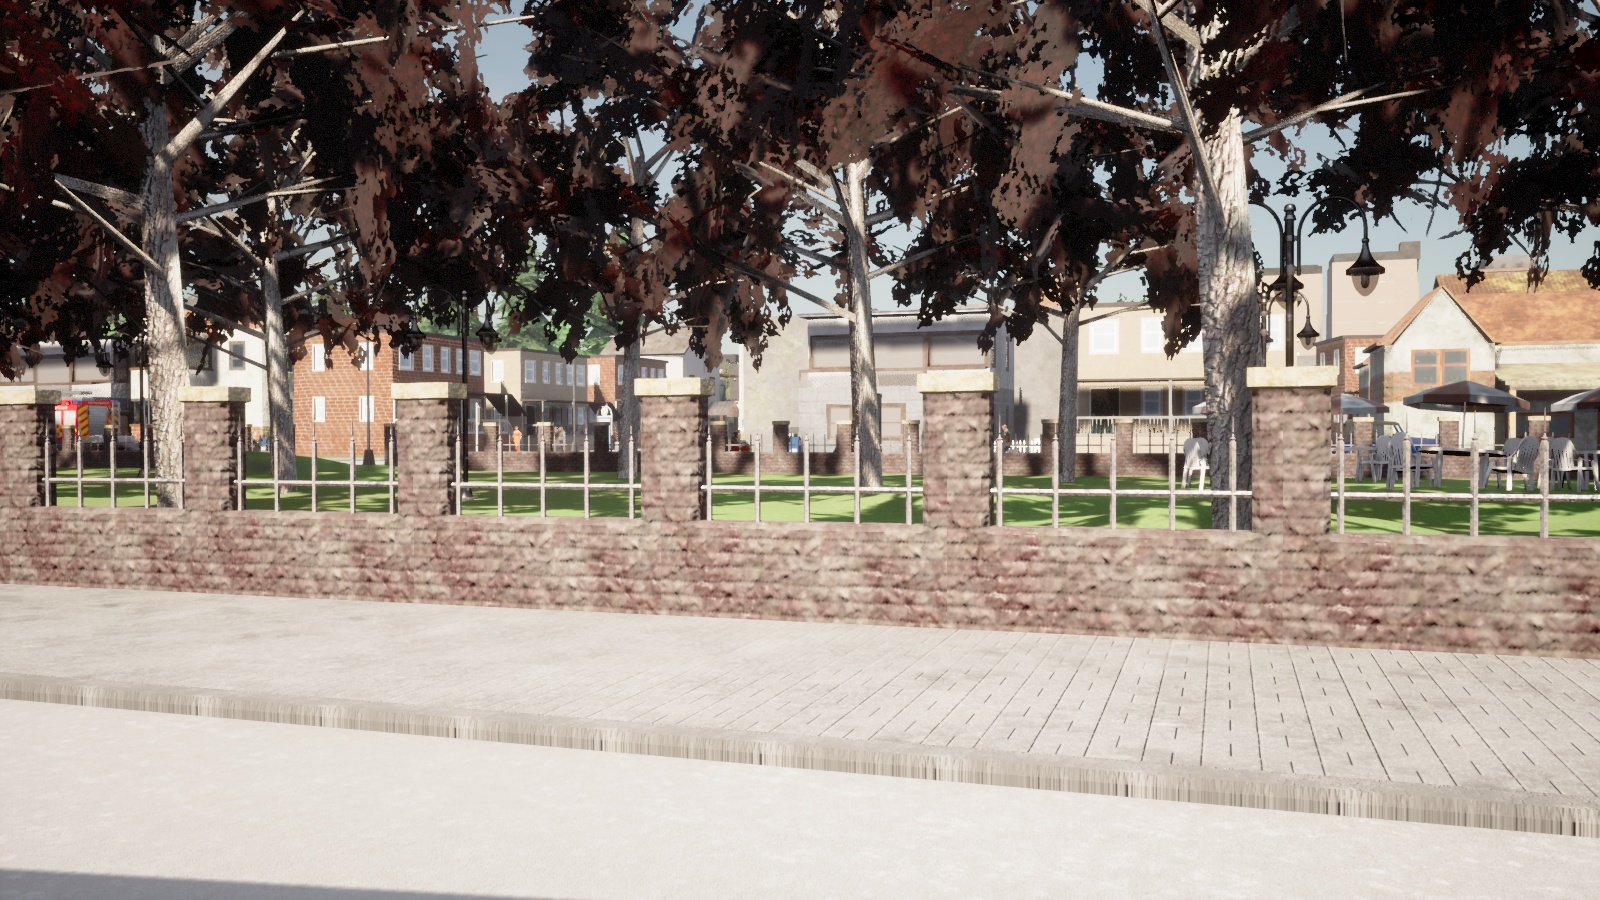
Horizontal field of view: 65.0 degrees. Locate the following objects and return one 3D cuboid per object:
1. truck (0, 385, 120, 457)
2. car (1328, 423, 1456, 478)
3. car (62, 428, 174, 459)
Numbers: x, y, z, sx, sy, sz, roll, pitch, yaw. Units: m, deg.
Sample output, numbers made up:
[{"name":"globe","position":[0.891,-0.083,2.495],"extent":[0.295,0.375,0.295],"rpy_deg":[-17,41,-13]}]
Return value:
[{"name":"truck","position":[-42.433,-1.619,70.039],"extent":[8.468,3.827,2.891],"rpy_deg":[1,1,19]},{"name":"car","position":[20.875,-0.010,44.431],"extent":[3.866,1.878,1.905],"rpy_deg":[0,1,18]},{"name":"car","position":[-34.240,-0.355,63.055],"extent":[4.902,1.511,2.128],"rpy_deg":[1,1,18]}]
